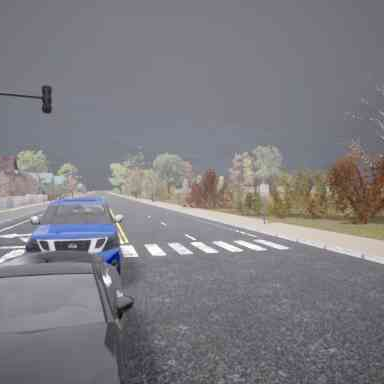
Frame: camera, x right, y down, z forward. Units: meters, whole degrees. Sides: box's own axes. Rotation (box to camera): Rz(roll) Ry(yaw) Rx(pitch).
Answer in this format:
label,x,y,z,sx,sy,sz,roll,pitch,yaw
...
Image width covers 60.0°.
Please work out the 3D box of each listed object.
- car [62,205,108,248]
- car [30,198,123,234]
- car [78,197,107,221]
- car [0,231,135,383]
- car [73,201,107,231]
label,x,y,z,sx,sy,sz,roll,pitch,yaw
car,-5.035,1.496,16.036,1.837,1.490,4.892,0,0,-15
car,-3.362,1.217,9.968,2.150,2.045,5.566,0,0,-15
car,-8.192,1.333,27.507,2.097,1.767,4.553,0,0,-15
car,-1.708,1.524,3.883,1.812,1.442,4.674,0,0,-13
car,-6.617,1.464,21.777,1.882,1.535,5.008,0,0,-16
